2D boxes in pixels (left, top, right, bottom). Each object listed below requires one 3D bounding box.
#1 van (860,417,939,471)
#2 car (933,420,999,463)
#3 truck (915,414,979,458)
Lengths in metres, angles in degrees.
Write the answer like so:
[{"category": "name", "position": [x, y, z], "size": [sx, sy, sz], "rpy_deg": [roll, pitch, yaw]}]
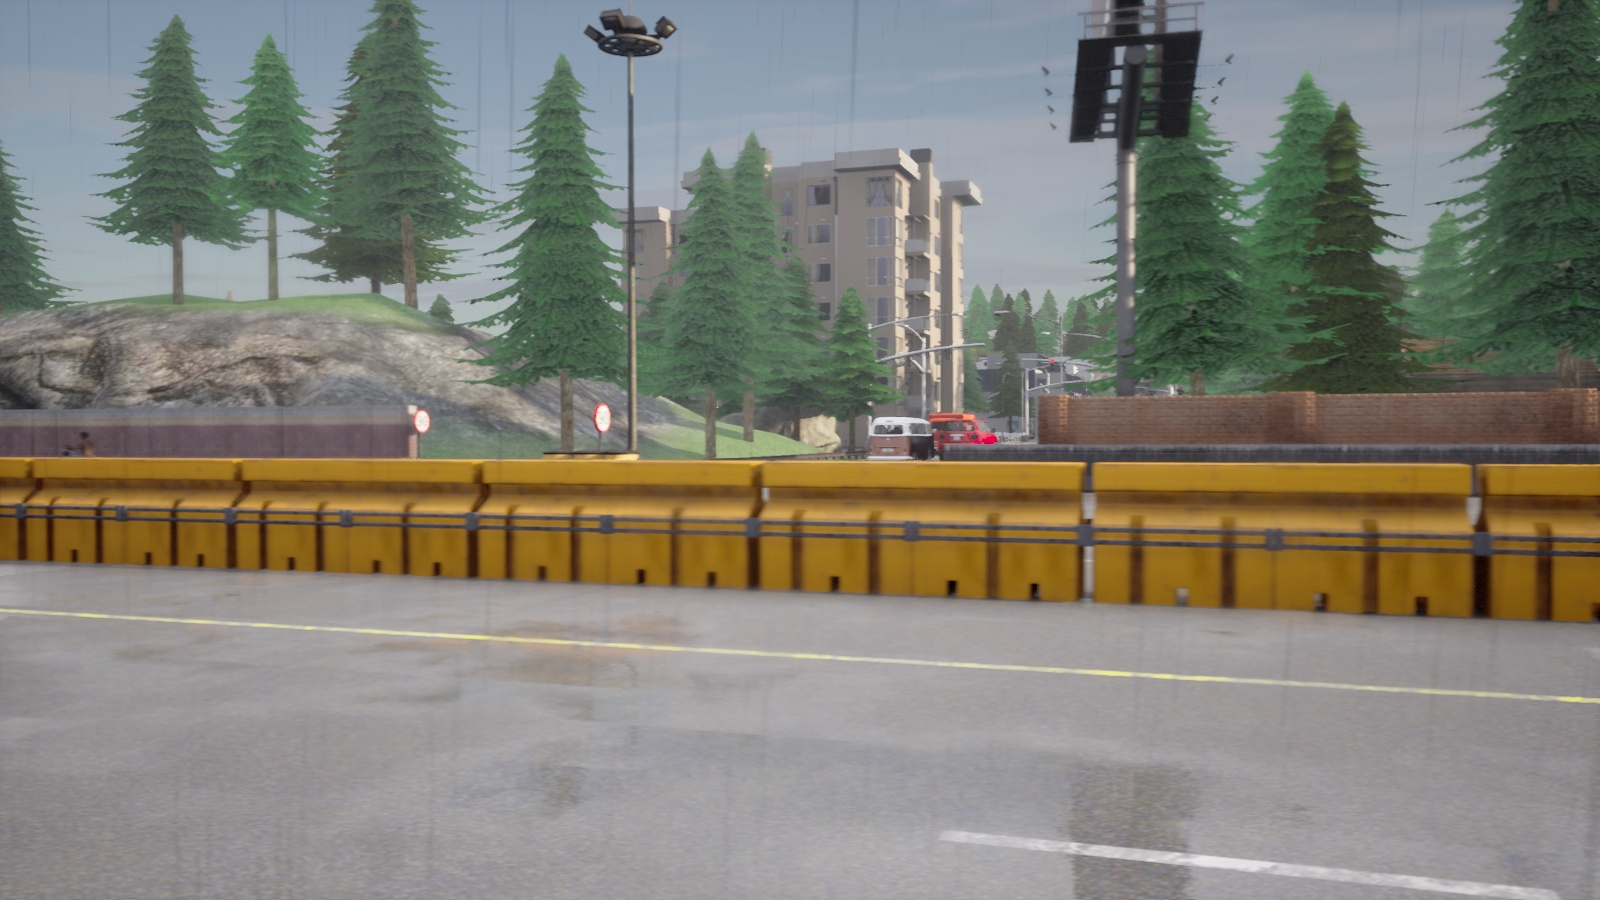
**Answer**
[{"category": "van", "position": [4.047, -0.259, 50.259], "size": [2.069, 2.038, 4.480], "rpy_deg": [1, 1, 19]}, {"category": "car", "position": [8.286, -0.440, 62.239], "size": [2.150, 2.045, 5.566], "rpy_deg": [1, 1, 20]}, {"category": "truck", "position": [8.682, -0.830, 73.836], "size": [2.627, 2.467, 5.204], "rpy_deg": [1, 1, 19]}]
